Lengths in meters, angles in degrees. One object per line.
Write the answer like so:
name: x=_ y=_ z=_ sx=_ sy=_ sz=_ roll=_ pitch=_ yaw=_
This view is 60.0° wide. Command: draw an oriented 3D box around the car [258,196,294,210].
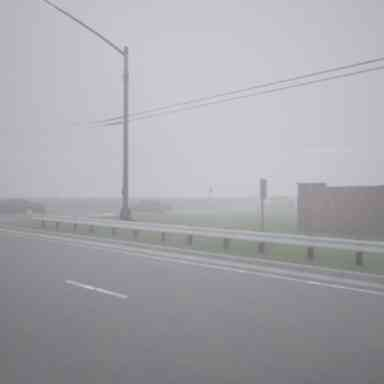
car: x=10.160 y=1.258 z=40.344 sx=4.553 sy=1.767 sz=2.097 roll=0 pitch=0 yaw=-29

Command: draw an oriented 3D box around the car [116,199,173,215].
car: x=-4.547 y=1.409 z=32.298 sx=5.357 sy=1.411 sz=2.033 roll=0 pitch=0 yaw=-26

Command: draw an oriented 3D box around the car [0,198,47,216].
car: x=-15.469 y=1.296 z=29.131 sx=5.008 sy=1.535 sz=1.882 roll=0 pitch=0 yaw=-8
